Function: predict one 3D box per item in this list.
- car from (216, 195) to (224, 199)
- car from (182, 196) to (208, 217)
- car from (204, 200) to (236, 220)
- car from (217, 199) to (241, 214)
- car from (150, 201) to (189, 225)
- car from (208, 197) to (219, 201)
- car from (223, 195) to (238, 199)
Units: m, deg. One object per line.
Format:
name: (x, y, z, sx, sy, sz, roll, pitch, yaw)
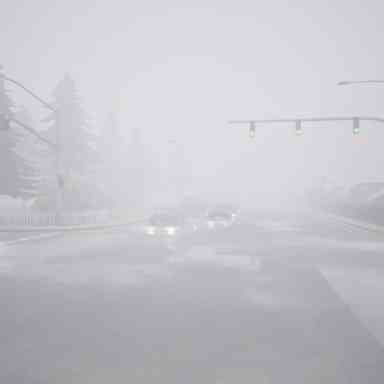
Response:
car: (5.406, 1.638, 63.580, 2.150, 2.045, 5.566, 0, 0, 11)
car: (0.010, 1.467, 35.440, 2.150, 2.045, 5.566, 0, 0, 11)
car: (2.693, 1.761, 30.764, 2.033, 1.411, 5.357, 0, 0, 11)
car: (4.413, 1.836, 39.830, 1.994, 1.385, 4.181, 0, 0, 11)
car: (-1.801, 1.709, 25.904, 1.812, 1.442, 4.674, 0, 0, 11)
car: (2.165, 1.867, 46.882, 2.033, 1.411, 5.357, 0, 0, 11)
car: (6.189, 1.685, 49.275, 2.097, 1.767, 4.553, 0, 0, 11)
